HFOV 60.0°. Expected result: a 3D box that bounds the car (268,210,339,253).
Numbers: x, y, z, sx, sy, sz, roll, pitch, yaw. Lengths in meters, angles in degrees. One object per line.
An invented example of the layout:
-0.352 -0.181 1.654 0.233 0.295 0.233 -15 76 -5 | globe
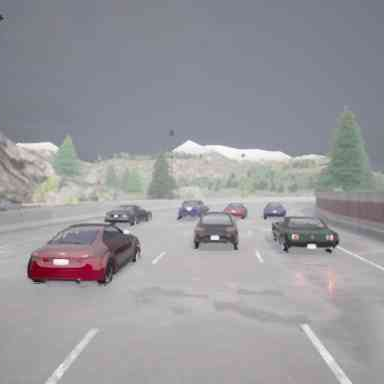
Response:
4.560 1.667 14.121 1.895 1.301 4.718 0 0 7 | car

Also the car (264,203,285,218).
7.741 1.706 31.093 1.994 1.385 4.181 0 0 14 | car

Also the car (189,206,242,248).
1.148 1.591 14.979 1.812 1.442 4.674 0 0 7 | car

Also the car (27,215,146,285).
-2.873 1.602 9.706 1.994 1.385 4.181 0 0 5 | car

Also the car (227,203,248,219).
4.109 1.701 30.989 1.994 1.385 4.181 0 0 13 | car

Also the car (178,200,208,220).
0.239 1.479 29.778 2.097 1.767 4.553 0 0 13 | car

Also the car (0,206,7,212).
-15.424 1.588 23.770 1.837 1.490 4.892 0 0 10 | car

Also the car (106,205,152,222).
-4.531 1.645 24.287 2.033 1.411 5.357 0 0 11 | car
